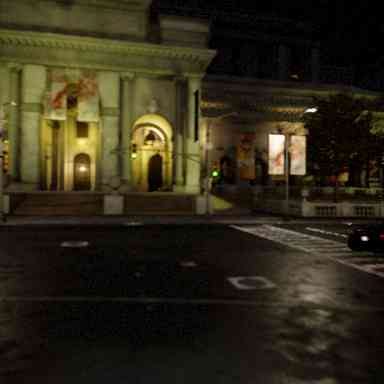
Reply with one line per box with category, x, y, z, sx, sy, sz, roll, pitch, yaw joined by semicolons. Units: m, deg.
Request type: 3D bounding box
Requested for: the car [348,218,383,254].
car;8.158;1.697;12.876;4.181;1.385;1.994;1;0;-22
